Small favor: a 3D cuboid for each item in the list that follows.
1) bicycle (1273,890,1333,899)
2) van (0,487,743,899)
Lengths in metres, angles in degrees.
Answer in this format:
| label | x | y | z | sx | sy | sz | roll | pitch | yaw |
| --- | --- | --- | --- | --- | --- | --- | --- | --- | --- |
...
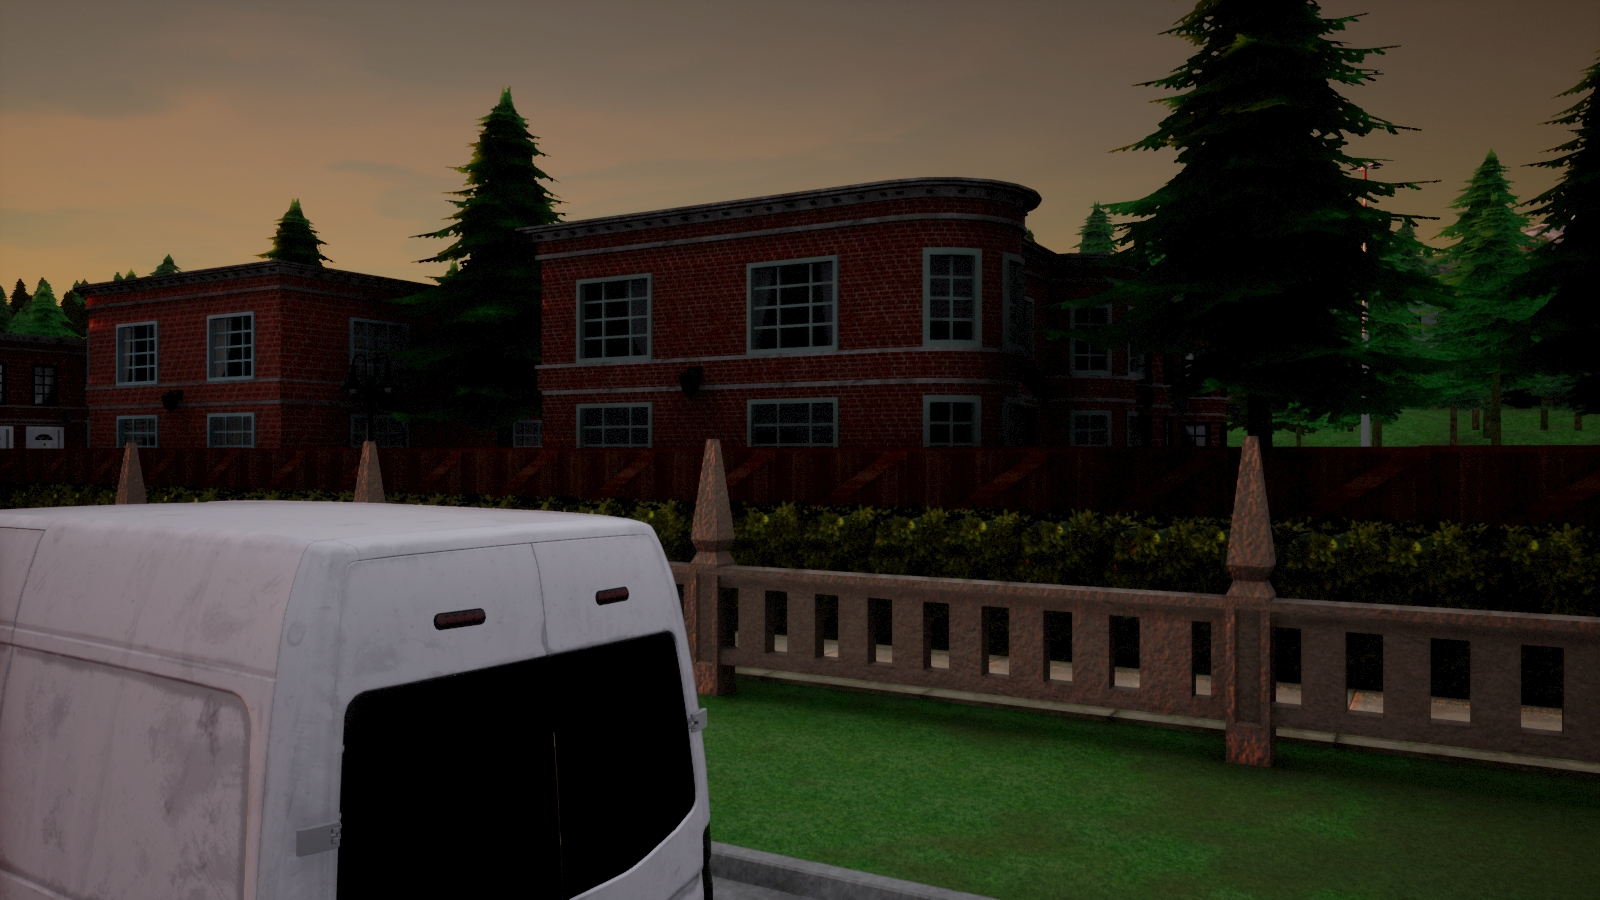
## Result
| label | x | y | z | sx | sy | sz | roll | pitch | yaw |
| --- | --- | --- | --- | --- | --- | --- | --- | --- | --- |
| bicycle | 2.143 | 2.060 | 2.830 | 1.835 | 1.471 | 0.329 | 0 | 0 | 30 |
| van | -3.240 | 1.534 | 5.467 | 5.915 | 2.561 | 1.988 | 0 | 0 | 34 |
